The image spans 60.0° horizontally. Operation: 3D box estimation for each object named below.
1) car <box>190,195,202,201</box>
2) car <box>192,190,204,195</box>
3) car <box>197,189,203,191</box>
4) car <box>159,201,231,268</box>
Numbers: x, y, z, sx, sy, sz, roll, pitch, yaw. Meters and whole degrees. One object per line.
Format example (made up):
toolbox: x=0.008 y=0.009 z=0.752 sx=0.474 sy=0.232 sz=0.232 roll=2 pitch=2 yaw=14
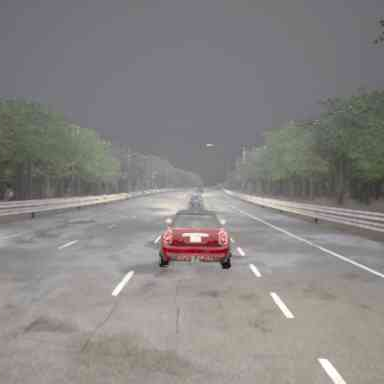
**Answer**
car: x=0.437 y=1.432 z=36.772 sx=2.033 sy=1.411 sz=5.357 roll=1 pitch=1 yaw=1
car: x=0.786 y=0.929 z=63.794 sx=2.033 sy=1.411 sz=5.357 roll=1 pitch=1 yaw=1
car: x=1.199 y=0.558 z=80.958 sx=1.895 sy=1.301 sz=4.718 roll=1 pitch=1 yaw=2
car: x=0.126 y=1.361 z=11.555 sx=2.097 sy=1.767 sz=4.553 roll=1 pitch=0 yaw=1
